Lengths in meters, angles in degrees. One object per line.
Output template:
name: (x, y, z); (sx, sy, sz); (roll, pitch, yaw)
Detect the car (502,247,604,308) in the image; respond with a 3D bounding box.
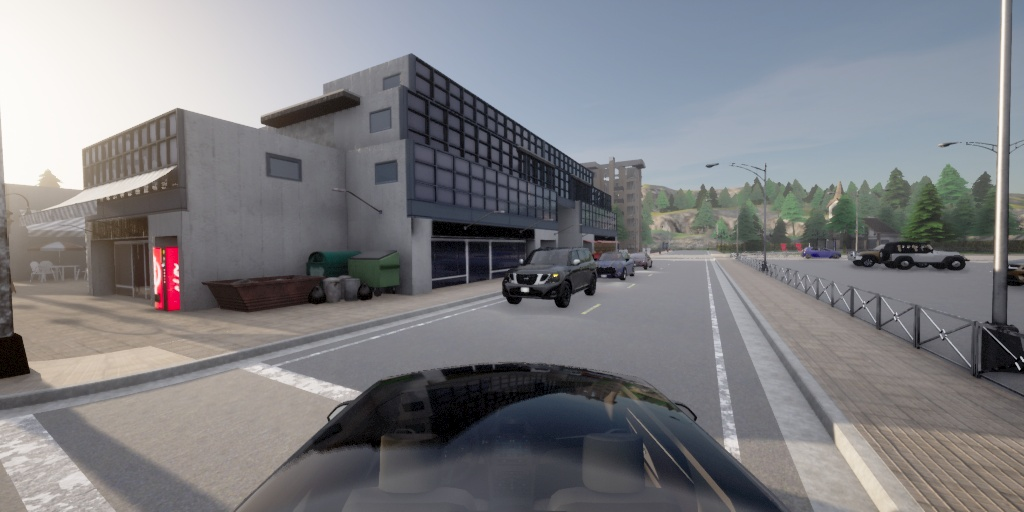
car: (1.718, 0.665, 14.018); (2.150, 2.045, 5.566); (0, 2, 28)

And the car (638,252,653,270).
car: (11.206, 0.394, 31.701); (1.812, 1.442, 4.674); (0, 2, 28)

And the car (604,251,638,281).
car: (6.366, 0.513, 22.686); (2.097, 1.767, 4.553); (0, 2, 28)
